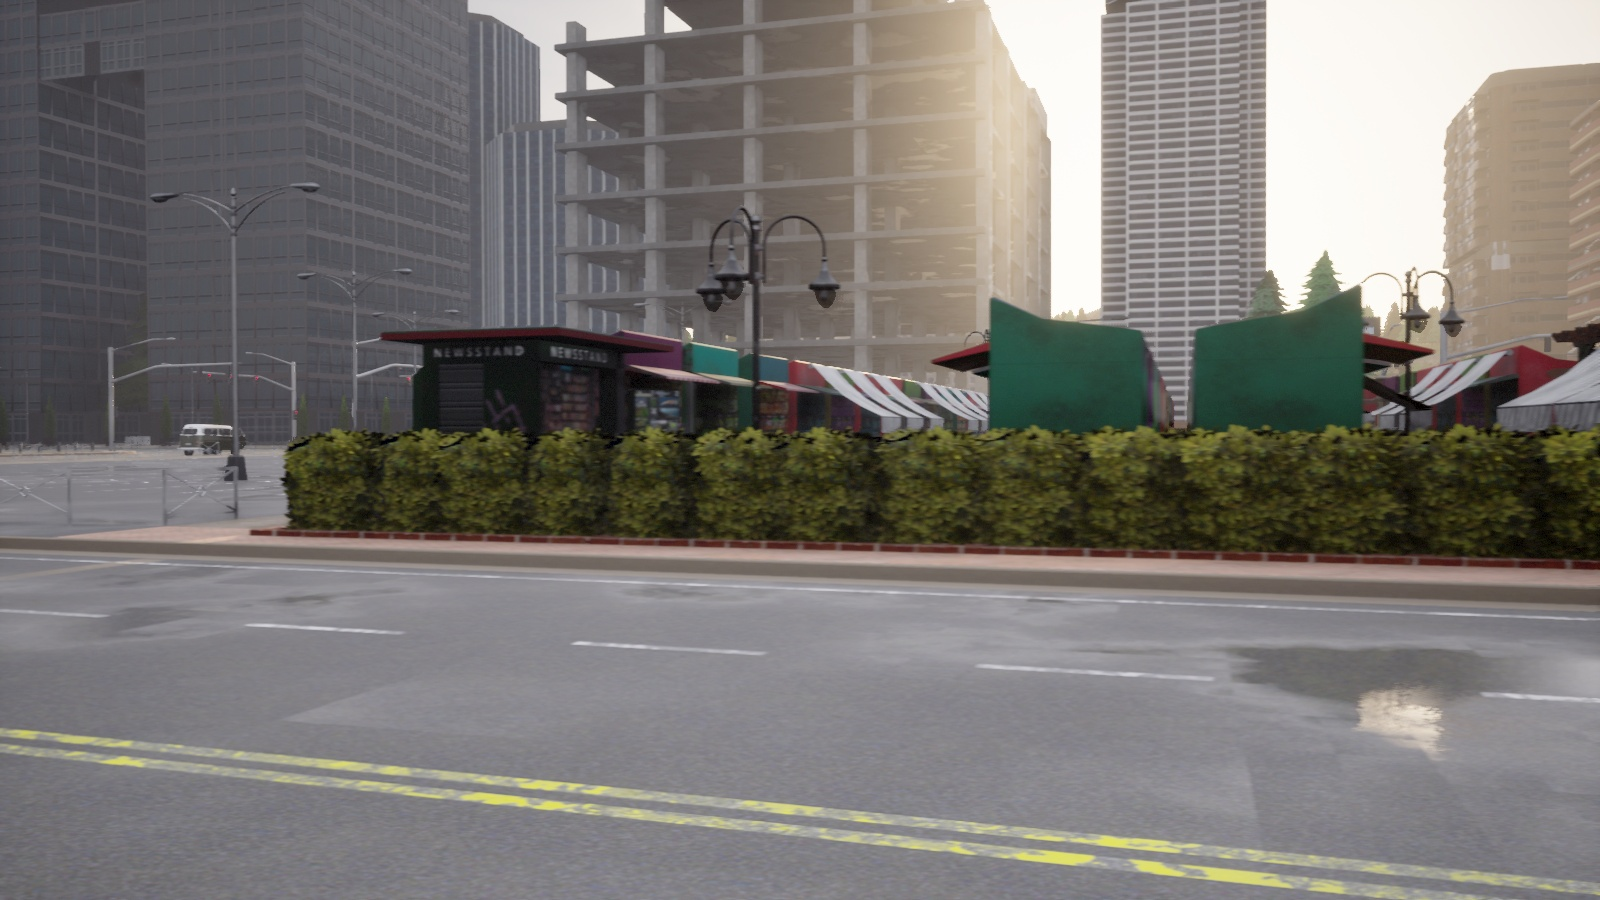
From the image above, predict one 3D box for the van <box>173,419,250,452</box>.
[{"bbox_3d":[-38.172,-0.910,81.558,2.069,2.038,4.480,1,0,17],"label":"van"}]
